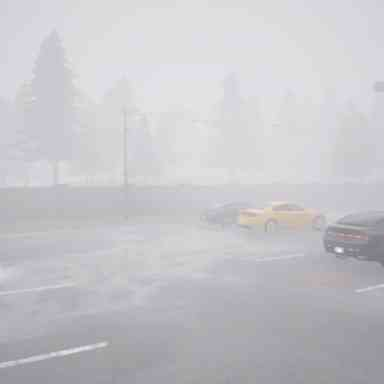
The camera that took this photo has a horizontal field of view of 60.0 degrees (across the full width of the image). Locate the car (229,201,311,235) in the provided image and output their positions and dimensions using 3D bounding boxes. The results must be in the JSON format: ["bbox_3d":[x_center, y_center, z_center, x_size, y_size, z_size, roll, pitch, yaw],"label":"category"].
[{"bbox_3d":[4.674,1.226,17.215,5.008,1.535,1.882,-1,1,-25],"label":"car"}]

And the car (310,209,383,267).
[{"bbox_3d":[6.238,1.304,10.213,4.892,1.490,1.837,-1,1,-25],"label":"car"}]

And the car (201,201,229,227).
[{"bbox_3d":[2.771,1.271,20.202,4.674,1.442,1.812,-1,1,-25],"label":"car"}]
